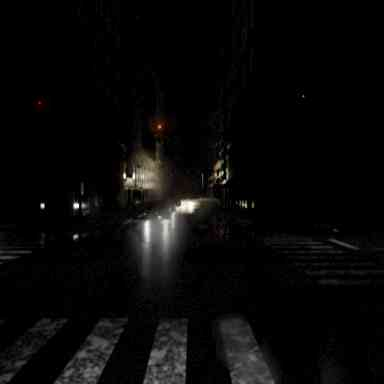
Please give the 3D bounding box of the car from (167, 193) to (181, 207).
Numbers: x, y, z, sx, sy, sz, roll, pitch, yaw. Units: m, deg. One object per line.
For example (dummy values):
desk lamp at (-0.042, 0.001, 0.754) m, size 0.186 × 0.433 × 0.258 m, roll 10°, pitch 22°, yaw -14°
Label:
car at (-2.851, 1.180, 50.942) m, size 2.150 × 2.045 × 5.566 m, roll 0°, pitch 0°, yaw 1°

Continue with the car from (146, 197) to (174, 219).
car at (-2.858, 1.489, 29.349) m, size 1.837 × 1.490 × 4.892 m, roll 0°, pitch 0°, yaw 0°

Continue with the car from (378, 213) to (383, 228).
car at (12.342, 1.278, 16.952) m, size 5.009 × 1.841 × 2.192 m, roll 0°, pitch 0°, yaw 0°

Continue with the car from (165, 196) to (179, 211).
car at (-2.855, 1.501, 39.216) m, size 1.812 × 1.442 × 4.674 m, roll 0°, pitch 0°, yaw 0°
